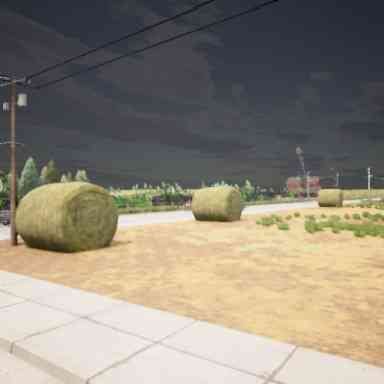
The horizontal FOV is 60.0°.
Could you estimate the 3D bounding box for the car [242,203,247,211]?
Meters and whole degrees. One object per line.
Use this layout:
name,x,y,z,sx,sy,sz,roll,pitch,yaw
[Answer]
car,5.016,1.683,40.976,1.837,1.490,4.892,-1,0,38

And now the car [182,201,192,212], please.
car,0.793,1.572,41.585,2.097,1.767,4.553,-1,0,38

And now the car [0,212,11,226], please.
car,-12.142,1.736,25.217,1.837,1.490,4.892,-1,0,38
